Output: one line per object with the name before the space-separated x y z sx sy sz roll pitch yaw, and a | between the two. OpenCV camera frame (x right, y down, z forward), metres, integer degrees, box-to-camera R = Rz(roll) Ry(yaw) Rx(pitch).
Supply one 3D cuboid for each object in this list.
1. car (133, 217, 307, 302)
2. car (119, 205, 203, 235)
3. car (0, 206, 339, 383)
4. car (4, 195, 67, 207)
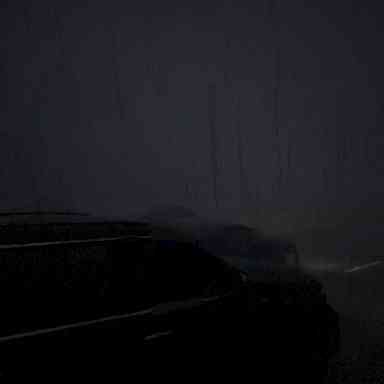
car | 0.939 1.548 8.976 4.674 1.442 1.812 0 0 -38
car | -1.788 1.589 20.219 4.892 1.490 1.837 0 0 -39
car | -0.915 1.227 3.158 5.566 2.045 2.150 0 0 -36
car | -11.634 1.276 25.912 5.566 2.045 2.150 0 0 -37
